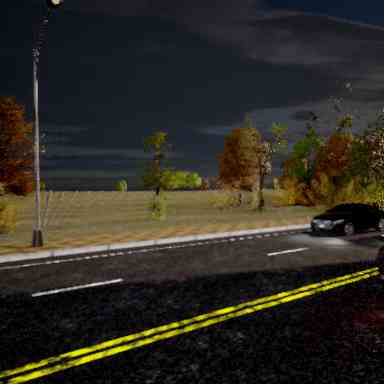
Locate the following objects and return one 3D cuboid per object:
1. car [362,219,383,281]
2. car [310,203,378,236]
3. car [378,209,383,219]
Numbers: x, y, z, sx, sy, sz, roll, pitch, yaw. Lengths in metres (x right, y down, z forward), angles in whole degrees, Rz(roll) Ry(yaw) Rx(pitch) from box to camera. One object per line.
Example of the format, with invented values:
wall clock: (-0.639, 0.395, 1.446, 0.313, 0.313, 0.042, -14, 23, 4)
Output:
car: (6.210, 1.381, 7.676, 4.892, 1.490, 1.837, -1, 0, -34)
car: (8.054, 1.302, 16.879, 4.674, 1.442, 1.812, -1, 1, -33)
car: (10.622, 1.251, 14.669, 5.008, 1.535, 1.882, -1, 1, -33)
